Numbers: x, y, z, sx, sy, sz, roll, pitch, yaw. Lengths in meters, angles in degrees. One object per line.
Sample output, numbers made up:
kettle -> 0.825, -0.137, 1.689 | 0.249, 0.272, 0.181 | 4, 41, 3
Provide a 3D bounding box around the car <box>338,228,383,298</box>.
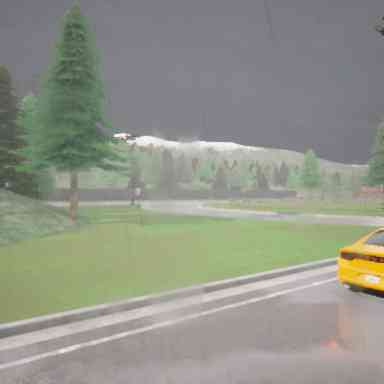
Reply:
car -> 5.431, 1.499, 7.729 | 5.008, 1.535, 1.882 | 0, 0, -35
